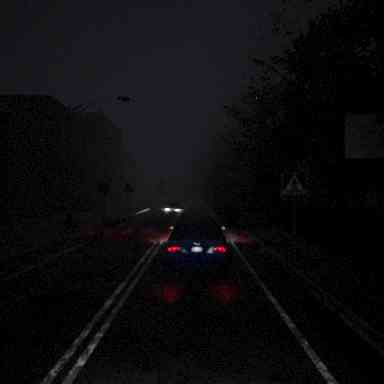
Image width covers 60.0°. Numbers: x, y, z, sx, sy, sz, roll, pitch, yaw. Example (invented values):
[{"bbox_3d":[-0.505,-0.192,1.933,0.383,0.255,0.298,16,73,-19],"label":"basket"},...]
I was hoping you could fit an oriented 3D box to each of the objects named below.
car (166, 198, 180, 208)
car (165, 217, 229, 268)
[{"bbox_3d":[-2.724,1.591,48.108,1.895,1.301,4.718,0,0,1],"label":"car"},{"bbox_3d":[0.177,1.542,11.192,2.033,1.411,5.357,0,0,1],"label":"car"}]
